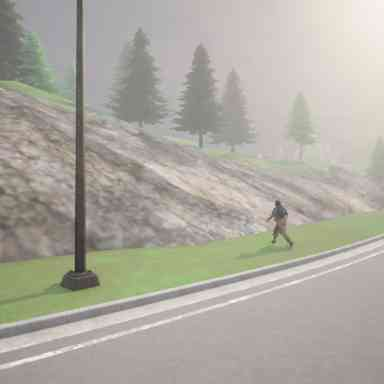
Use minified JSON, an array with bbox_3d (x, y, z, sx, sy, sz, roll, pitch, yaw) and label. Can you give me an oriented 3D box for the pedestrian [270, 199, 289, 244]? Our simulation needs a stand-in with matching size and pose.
[{"bbox_3d":[3.345,1.143,12.677,0.375,1.860,0.375,0,0,-43],"label":"pedestrian"}]
